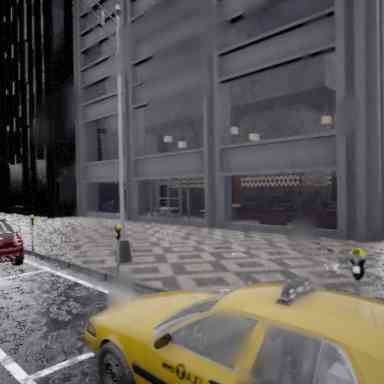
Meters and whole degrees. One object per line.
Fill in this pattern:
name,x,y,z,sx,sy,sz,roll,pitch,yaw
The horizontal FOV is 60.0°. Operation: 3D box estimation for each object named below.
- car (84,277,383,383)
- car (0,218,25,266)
car,0.722,1.465,3.056,4.829,1.417,1.752,-1,1,44
car,-6.929,1.470,10.509,4.097,1.590,1.967,-1,1,44
